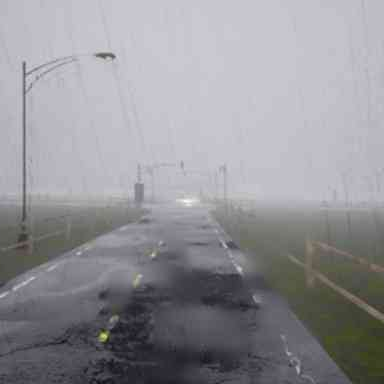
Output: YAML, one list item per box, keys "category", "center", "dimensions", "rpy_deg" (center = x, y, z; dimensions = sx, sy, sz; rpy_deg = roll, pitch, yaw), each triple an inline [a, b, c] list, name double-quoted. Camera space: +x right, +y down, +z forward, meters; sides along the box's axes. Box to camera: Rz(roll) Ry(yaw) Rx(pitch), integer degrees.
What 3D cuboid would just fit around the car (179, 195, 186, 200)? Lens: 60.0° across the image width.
- category: "car"
  center: [-2.657, 1.531, 93.149]
  dimensions: [1.994, 1.385, 4.181]
  rpy_deg: [0, 0, 0]
